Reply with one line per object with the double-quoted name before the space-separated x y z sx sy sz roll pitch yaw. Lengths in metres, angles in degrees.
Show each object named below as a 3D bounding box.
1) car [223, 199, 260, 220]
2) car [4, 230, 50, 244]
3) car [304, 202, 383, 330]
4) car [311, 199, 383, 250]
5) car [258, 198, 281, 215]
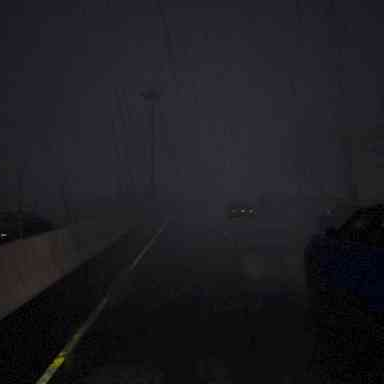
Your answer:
"car" 3.590 1.373 26.050 2.033 1.411 5.357 0 0 0
"car" -7.103 1.476 13.106 1.994 1.385 4.181 0 0 0
"car" 3.596 1.185 5.174 2.150 2.045 5.566 0 0 0
"car" 7.102 1.254 14.574 2.097 1.767 4.553 0 0 0
"car" 6.953 1.281 31.490 2.128 1.511 4.902 0 0 -2
